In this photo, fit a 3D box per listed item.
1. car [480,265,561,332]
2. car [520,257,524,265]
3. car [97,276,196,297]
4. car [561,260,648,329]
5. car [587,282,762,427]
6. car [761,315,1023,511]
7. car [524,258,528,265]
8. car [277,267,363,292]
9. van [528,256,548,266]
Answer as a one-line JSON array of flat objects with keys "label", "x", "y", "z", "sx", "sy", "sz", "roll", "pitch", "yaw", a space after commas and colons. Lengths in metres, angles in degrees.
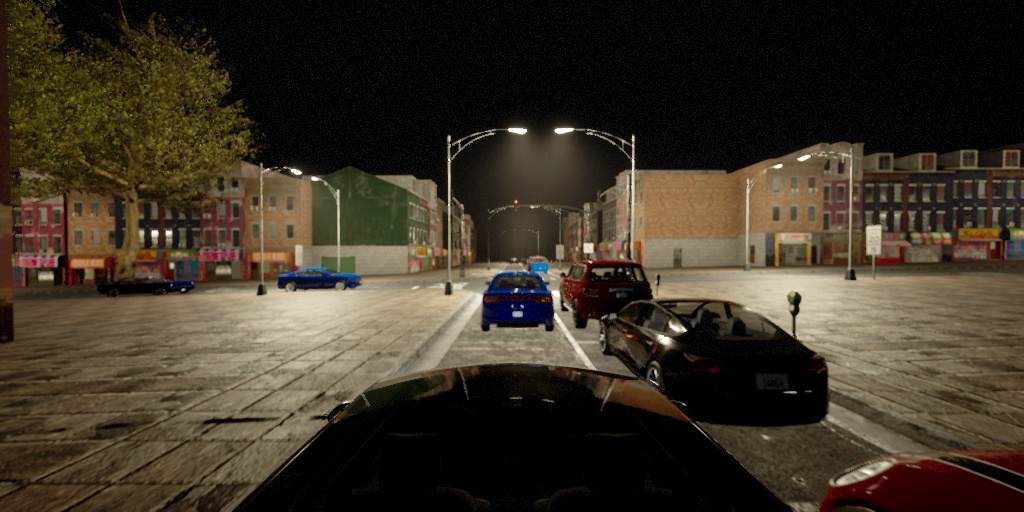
[{"label": "car", "x": 0.166, "y": 1.197, "z": 10.838, "sx": 1.882, "sy": 1.535, "sz": 5.008, "roll": 0, "pitch": 0, "yaw": 1}, {"label": "car", "x": 3.002, "y": 1.150, "z": 64.502, "sx": 2.007, "sy": 1.370, "sz": 4.403, "roll": 0, "pitch": 0, "yaw": 0}, {"label": "car", "x": -23.275, "y": 1.924, "z": 22.989, "sx": 4.718, "sy": 1.301, "sz": 1.895, "roll": -2, "pitch": 1, "yaw": 0}, {"label": "car", "x": 2.688, "y": 1.033, "z": 11.111, "sx": 2.192, "sy": 1.841, "sz": 5.009, "roll": 0, "pitch": 0, "yaw": 0}, {"label": "car", "x": 2.657, "y": 1.302, "z": 5.709, "sx": 1.948, "sy": 1.339, "sz": 4.313, "roll": 0, "pitch": 0, "yaw": 0}, {"label": "car", "x": 2.625, "y": 1.194, "z": 0.307, "sx": 1.967, "sy": 1.591, "sz": 4.097, "roll": 0, "pitch": 0, "yaw": 0}, {"label": "car", "x": 2.875, "y": 0.949, "z": 42.877, "sx": 2.192, "sy": 1.841, "sz": 5.009, "roll": 0, "pitch": 0, "yaw": 0}, {"label": "car", "x": -12.191, "y": 1.472, "z": 22.927, "sx": 5.008, "sy": 1.535, "sz": 1.882, "roll": -2, "pitch": 1, "yaw": -1}, {"label": "van", "x": 2.843, "y": 0.986, "z": 37.471, "sx": 1.690, "sy": 1.789, "sz": 3.998, "roll": 0, "pitch": 0, "yaw": 0}]
